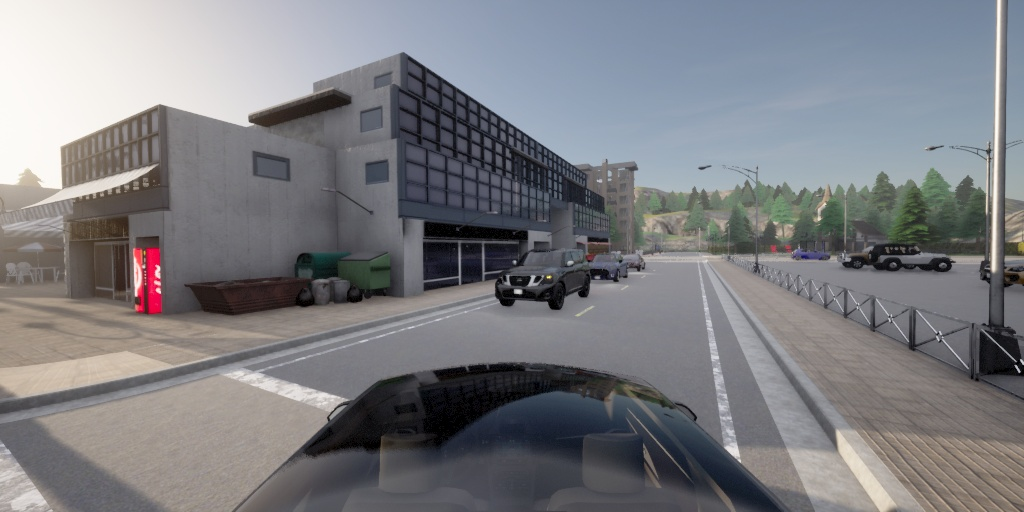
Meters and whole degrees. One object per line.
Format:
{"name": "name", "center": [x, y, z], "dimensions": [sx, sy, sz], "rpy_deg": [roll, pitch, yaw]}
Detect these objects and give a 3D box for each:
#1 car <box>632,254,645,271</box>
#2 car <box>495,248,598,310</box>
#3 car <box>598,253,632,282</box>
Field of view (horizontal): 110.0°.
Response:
{"name": "car", "center": [10.605, 0.534, 31.730], "dimensions": [1.812, 1.442, 4.674], "rpy_deg": [0, 1, 27]}
{"name": "car", "center": [1.448, 0.720, 13.872], "dimensions": [2.150, 2.045, 5.566], "rpy_deg": [0, 1, 27]}
{"name": "car", "center": [5.934, 0.610, 22.626], "dimensions": [2.097, 1.767, 4.553], "rpy_deg": [0, 1, 27]}
